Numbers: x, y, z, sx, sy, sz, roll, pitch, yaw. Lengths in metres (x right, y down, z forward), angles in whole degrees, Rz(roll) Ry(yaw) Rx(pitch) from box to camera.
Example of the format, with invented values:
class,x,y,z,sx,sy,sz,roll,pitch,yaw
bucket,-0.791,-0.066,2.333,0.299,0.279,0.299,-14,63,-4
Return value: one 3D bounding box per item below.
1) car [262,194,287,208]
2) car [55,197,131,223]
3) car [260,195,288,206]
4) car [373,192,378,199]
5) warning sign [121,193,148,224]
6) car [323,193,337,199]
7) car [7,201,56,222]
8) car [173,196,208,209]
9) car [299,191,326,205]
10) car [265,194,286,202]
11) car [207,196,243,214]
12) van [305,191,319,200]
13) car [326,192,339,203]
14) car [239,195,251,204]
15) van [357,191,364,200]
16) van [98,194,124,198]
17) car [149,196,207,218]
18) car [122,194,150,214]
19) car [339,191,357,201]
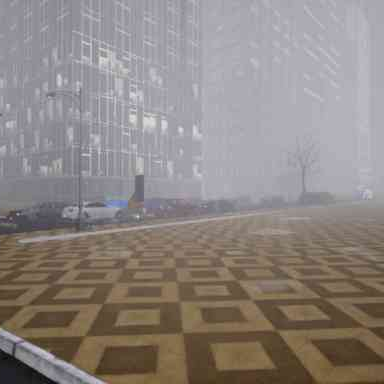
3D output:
class,x,y,z,sx,sy,sz,roll,pitch,yaw
car,9.947,1.244,40.131,1.802,1.307,4.206,1,1,41
car,-7.106,1.364,24.244,1.812,1.442,4.674,0,1,41
car,11.365,1.173,45.838,1.994,1.385,4.181,0,1,41
car,39.575,0.848,74.675,2.008,1.369,4.403,1,1,41
warning sign,-3.582,0.977,20.725,1.300,1.860,1.060,0,0,41
car,33.227,0.829,80.147,1.947,1.339,4.313,1,1,41
car,-10.733,1.388,24.923,2.033,1.411,5.357,0,1,41
car,-0.112,1.218,41.290,1.887,1.381,4.507,1,1,41
car,17.355,0.885,48.764,2.192,1.841,5.009,1,1,41
car,14.709,1.056,58.556,1.947,1.339,4.313,1,1,41
car,2.590,1.320,31.453,1.947,1.339,4.313,1,1,41
van,25.821,0.695,71.507,1.690,1.788,3.998,1,1,41
car,21.058,0.840,53.081,2.192,1.841,5.009,1,1,41
car,7.301,1.148,49.919,1.947,1.339,4.313,1,1,41
van,35.873,0.683,70.354,1.690,1.788,3.998,1,1,41
van,-7.603,1.106,32.725,1.690,1.788,3.998,1,1,41
car,-1.070,1.240,27.097,1.967,1.590,4.097,1,1,41
car,-4.071,1.235,32.689,1.882,1.535,5.008,0,1,41
car,28.575,0.957,61.849,1.752,1.417,4.829,1,1,41
